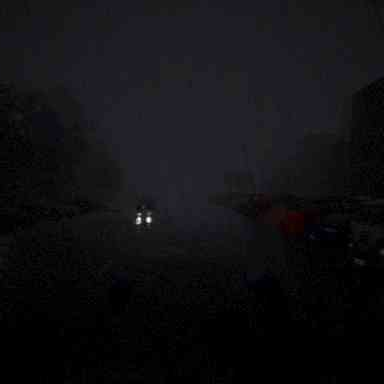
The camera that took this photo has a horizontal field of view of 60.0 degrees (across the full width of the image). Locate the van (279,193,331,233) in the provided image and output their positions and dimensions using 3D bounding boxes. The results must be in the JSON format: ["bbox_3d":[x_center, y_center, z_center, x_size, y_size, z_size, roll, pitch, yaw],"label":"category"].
[{"bbox_3d":[6.509,1.176,15.082,4.442,1.987,1.878,1,0,-20],"label":"van"}]

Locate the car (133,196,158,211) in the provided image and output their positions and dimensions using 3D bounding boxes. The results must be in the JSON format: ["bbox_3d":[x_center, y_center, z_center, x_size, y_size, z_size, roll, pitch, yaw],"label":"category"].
[{"bbox_3d":[-5.062,1.342,37.300,2.128,1.511,4.902,0,0,0],"label":"car"}]

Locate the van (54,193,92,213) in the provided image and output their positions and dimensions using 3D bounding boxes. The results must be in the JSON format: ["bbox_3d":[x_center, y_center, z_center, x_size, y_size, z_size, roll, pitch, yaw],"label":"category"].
[{"bbox_3d":[-11.543,1.126,29.749,4.442,1.987,1.878,-1,0,-20],"label":"van"}]

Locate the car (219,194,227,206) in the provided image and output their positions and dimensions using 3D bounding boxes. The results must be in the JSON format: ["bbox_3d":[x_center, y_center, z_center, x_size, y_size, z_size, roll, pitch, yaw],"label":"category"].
[{"bbox_3d":[6.542,1.328,41.499,5.366,1.575,1.946,1,0,-20],"label":"car"}]

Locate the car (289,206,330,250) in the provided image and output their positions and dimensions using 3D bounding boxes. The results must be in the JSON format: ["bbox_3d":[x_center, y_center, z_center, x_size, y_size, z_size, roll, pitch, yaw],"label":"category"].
[{"bbox_3d":[6.395,1.414,12.106,5.008,1.535,2.097,1,0,-20],"label":"car"}]

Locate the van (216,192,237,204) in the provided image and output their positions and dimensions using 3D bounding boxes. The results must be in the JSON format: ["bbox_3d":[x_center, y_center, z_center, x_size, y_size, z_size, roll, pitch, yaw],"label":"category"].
[{"bbox_3d":[6.248,1.093,47.258,4.442,1.987,1.878,1,0,-20],"label":"van"}]

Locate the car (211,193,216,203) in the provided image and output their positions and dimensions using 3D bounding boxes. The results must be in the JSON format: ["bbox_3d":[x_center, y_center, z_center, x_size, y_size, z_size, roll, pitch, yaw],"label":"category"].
[{"bbox_3d":[6.170,1.310,50.174,5.366,1.575,1.946,1,0,-20],"label":"car"}]

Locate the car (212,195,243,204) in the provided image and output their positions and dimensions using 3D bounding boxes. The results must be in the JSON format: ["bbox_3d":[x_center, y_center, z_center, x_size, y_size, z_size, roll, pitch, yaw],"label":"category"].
[{"bbox_3d":[6.289,1.356,59.043,4.892,1.521,2.231,1,-2,-20],"label":"car"}]

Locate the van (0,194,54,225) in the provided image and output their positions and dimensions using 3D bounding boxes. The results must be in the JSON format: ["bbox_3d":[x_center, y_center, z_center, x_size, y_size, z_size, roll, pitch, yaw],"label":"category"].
[{"bbox_3d":[-11.318,1.148,21.006,4.442,1.987,1.878,-1,0,-20],"label":"van"}]

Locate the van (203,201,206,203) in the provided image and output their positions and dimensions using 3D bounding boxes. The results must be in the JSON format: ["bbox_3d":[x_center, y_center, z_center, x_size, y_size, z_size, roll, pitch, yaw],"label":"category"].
[{"bbox_3d":[6.096,2.505,88.343,4.442,1.987,1.878,2,-5,-21],"label":"van"}]

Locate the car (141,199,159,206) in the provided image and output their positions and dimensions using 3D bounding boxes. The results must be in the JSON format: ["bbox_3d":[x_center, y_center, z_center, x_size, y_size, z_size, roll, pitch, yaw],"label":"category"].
[{"bbox_3d":[-11.882,3.019,93.538,4.553,1.767,2.185,1,-4,-21],"label":"car"}]

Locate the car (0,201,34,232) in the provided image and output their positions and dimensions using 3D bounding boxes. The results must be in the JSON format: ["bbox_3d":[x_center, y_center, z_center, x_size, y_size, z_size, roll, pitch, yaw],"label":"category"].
[{"bbox_3d":[-11.415,1.426,18.014,4.674,1.452,2.002,-1,1,-20],"label":"car"}]

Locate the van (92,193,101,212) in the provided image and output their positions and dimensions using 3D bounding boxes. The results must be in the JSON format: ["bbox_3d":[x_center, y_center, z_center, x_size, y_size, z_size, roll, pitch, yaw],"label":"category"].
[{"bbox_3d":[-11.330,1.116,32.783,4.442,1.987,1.878,-1,0,-20],"label":"van"}]

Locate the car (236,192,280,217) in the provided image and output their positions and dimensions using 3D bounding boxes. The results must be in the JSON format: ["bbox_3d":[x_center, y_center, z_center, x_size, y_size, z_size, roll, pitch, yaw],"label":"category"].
[{"bbox_3d":[6.417,1.115,23.851,5.566,2.045,2.435,1,0,-20],"label":"car"}]

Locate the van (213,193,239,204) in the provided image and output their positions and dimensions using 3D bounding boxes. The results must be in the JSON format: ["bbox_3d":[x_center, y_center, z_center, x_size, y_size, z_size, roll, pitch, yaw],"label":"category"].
[{"bbox_3d":[6.388,1.184,62.011,4.442,1.987,1.878,1,-2,-20],"label":"van"}]

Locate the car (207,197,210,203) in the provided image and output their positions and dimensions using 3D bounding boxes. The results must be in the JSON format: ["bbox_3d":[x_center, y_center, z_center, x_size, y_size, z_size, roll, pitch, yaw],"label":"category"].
[{"bbox_3d":[6.402,1.571,67.881,5.366,1.575,1.946,2,-2,-20],"label":"car"}]

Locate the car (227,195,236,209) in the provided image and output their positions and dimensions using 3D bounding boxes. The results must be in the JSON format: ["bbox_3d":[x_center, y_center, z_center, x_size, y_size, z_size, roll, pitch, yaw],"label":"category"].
[{"bbox_3d":[6.345,1.372,32.633,4.792,1.488,2.163,1,0,-20],"label":"car"}]

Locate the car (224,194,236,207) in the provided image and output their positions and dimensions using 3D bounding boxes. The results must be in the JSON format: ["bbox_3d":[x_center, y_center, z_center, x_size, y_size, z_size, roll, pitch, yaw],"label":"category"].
[{"bbox_3d":[6.548,1.337,35.638,5.366,1.575,1.946,1,0,-20],"label":"car"}]

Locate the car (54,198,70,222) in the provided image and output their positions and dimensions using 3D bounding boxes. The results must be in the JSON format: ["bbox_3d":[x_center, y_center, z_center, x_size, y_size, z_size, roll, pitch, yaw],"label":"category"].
[{"bbox_3d":[-11.428,1.406,23.908,4.674,1.452,2.002,-1,0,-20],"label":"car"}]

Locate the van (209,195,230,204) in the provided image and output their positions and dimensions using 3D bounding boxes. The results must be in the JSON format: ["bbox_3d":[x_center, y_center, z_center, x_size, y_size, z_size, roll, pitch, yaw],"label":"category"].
[{"bbox_3d":[6.253,1.743,76.637,4.442,1.987,1.878,2,-4,-21],"label":"van"}]

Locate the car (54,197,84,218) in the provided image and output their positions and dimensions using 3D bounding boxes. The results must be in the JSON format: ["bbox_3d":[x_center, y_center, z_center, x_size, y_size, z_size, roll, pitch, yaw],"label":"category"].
[{"bbox_3d":[-11.434,1.397,26.854,4.674,1.452,2.002,-1,0,-20],"label":"car"}]

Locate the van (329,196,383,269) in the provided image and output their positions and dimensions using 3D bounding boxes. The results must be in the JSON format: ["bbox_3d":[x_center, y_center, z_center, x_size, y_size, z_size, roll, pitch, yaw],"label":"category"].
[{"bbox_3d":[6.301,1.202,9.126,4.442,1.987,1.878,1,1,-20],"label":"van"}]

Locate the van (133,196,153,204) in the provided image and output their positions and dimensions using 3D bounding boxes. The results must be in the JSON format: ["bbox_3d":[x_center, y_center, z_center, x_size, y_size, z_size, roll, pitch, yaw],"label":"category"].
[{"bbox_3d":[-11.589,1.887,78.651,4.442,1.987,1.878,1,-3,-21],"label":"van"}]

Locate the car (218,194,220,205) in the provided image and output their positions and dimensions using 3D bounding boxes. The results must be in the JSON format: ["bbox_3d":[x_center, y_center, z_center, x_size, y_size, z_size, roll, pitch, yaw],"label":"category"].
[{"bbox_3d":[6.388,1.354,44.382,4.792,1.488,2.163,1,0,-20],"label":"car"}]

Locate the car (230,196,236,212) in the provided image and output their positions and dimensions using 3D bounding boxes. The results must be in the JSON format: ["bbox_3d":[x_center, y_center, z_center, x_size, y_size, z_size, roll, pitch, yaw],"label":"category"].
[{"bbox_3d":[6.373,1.351,29.706,4.892,1.521,2.231,1,0,-20],"label":"car"}]

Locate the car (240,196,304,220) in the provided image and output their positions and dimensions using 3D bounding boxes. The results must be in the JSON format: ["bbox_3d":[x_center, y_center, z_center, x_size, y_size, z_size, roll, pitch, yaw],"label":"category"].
[{"bbox_3d":[6.419,1.231,26.775,4.553,1.767,2.185,1,0,-20],"label":"car"}]

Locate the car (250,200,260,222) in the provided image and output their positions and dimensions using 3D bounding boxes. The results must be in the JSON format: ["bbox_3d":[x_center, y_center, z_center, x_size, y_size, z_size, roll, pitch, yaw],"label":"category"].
[{"bbox_3d":[6.393,1.416,20.903,4.674,1.452,2.002,1,0,-20],"label":"car"}]

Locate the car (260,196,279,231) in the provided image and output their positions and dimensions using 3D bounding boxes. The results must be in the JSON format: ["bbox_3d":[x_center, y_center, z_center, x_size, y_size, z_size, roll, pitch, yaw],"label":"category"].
[{"bbox_3d":[6.367,1.260,17.964,4.553,1.767,2.185,1,0,-20],"label":"car"}]

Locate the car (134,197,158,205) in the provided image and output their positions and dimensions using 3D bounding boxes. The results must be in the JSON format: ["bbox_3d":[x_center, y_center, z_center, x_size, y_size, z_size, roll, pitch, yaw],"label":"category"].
[{"bbox_3d":[-11.759,2.254,84.602,5.566,2.045,2.435,1,-4,-21],"label":"car"}]
